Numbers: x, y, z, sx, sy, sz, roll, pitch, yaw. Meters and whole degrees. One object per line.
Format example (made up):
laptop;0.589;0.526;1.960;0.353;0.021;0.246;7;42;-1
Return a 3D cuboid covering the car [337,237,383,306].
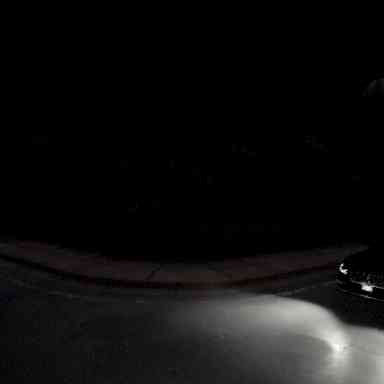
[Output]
car;5.279;1.530;7.372;4.892;1.490;1.837;1;-1;-32
